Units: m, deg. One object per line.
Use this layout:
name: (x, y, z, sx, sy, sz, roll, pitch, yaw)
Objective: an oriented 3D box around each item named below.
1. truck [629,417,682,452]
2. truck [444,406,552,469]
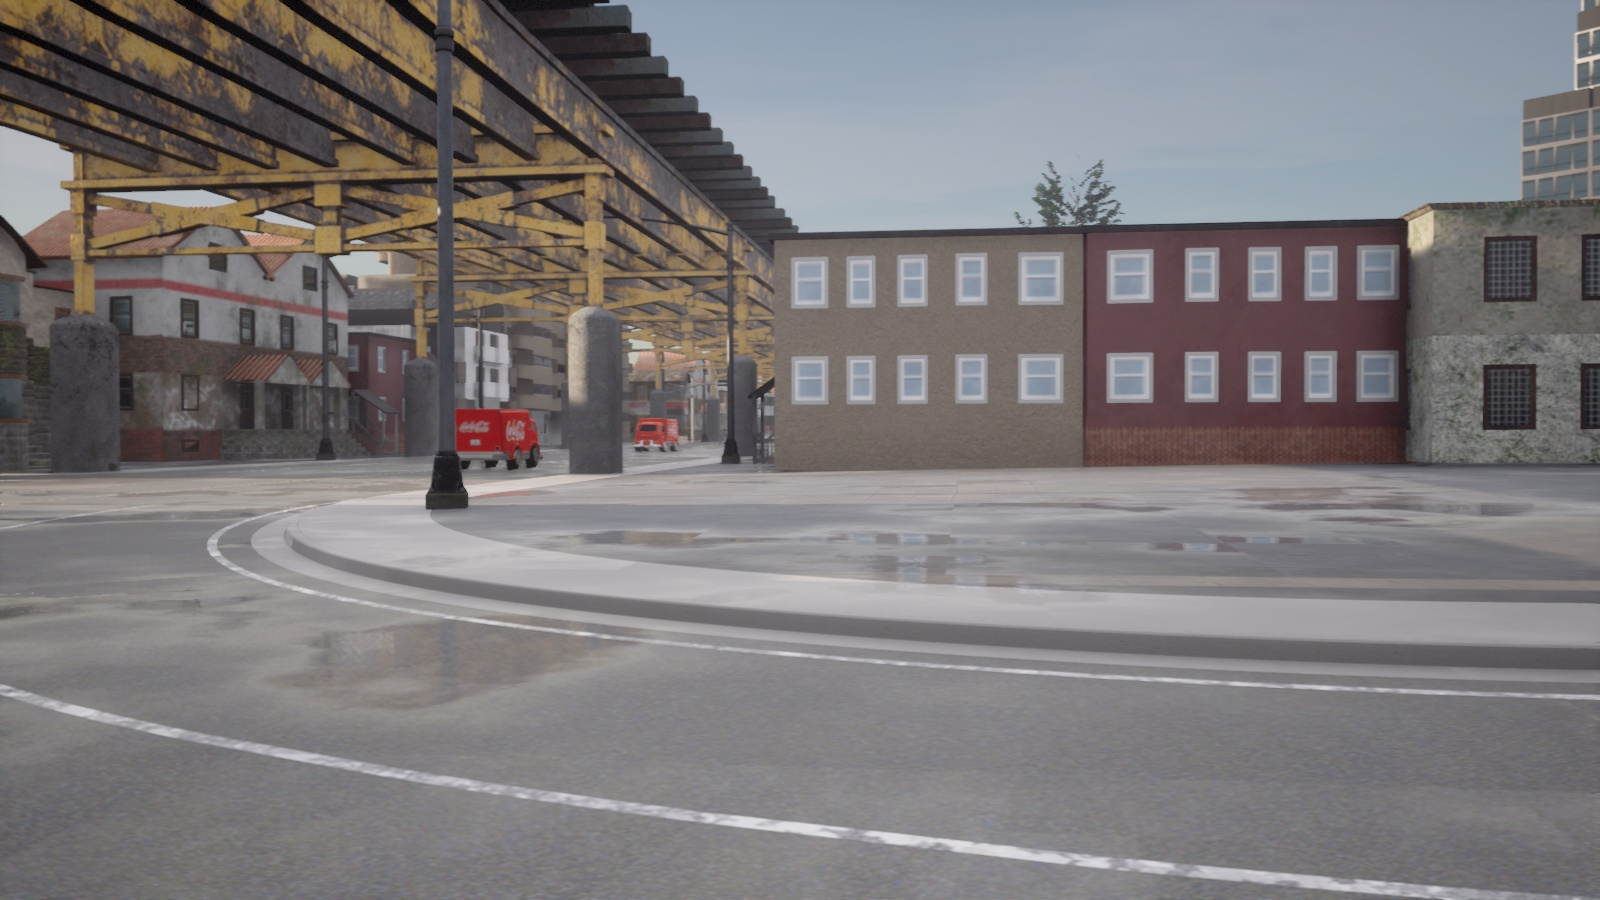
truck: (-10.561, -1.175, 92.275, 2.627, 2.467, 5.204, 0, 1, 8)
truck: (-12.393, -0.548, 51.924, 2.627, 2.467, 5.204, 0, 1, 8)
